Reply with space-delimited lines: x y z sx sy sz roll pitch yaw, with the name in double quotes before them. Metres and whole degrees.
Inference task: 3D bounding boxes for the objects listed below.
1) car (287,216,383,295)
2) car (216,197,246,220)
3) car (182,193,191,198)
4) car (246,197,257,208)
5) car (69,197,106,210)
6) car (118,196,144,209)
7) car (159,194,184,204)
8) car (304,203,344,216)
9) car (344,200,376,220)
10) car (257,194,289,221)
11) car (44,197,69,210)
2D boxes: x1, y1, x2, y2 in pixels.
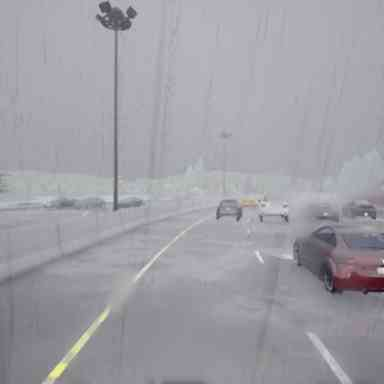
"car" 4.048 1.552 8.710 1.994 1.385 4.181 0 0 4
"car" 3.209 1.364 27.851 2.033 1.649 4.856 0 0 12
"car" -1.773 0.923 78.144 1.812 1.442 4.674 0 0 22
"car" 8.028 1.378 45.440 1.882 1.535 5.008 0 0 20
"car" -12.119 1.364 39.727 1.837 1.490 4.892 0 0 15
"car" -7.819 1.341 42.179 1.882 1.535 5.008 0 0 17
"car" -2.934 1.393 46.121 1.812 1.442 4.674 0 0 19
"car" 9.889 1.523 25.566 1.994 1.385 4.181 0 0 11
"car" 14.002 1.469 28.086 1.837 1.490 4.892 0 0 13
"car" 6.572 1.167 26.980 2.150 2.045 5.566 0 0 12
"car" -15.643 1.339 40.067 2.128 1.511 4.902 0 0 15
